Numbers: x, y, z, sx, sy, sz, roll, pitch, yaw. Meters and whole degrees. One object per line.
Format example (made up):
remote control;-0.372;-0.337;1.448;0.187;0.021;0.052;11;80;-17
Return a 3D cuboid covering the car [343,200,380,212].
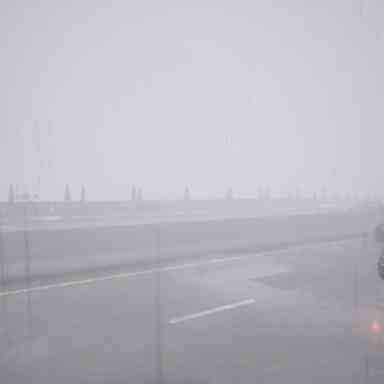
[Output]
car;17.626;1.579;33.232;4.892;1.490;1.837;0;0;-34

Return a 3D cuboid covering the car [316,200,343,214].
car;15.442;1.600;35.981;4.674;1.442;1.812;0;0;-34

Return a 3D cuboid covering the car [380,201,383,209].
car;19.607;1.579;30.347;4.892;1.490;1.837;0;0;-34

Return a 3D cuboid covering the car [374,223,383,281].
car;6.461;1.548;8.362;4.674;1.442;1.812;0;0;-35

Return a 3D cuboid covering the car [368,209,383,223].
car;10.267;1.602;15.298;4.181;1.385;1.994;0;0;-35
